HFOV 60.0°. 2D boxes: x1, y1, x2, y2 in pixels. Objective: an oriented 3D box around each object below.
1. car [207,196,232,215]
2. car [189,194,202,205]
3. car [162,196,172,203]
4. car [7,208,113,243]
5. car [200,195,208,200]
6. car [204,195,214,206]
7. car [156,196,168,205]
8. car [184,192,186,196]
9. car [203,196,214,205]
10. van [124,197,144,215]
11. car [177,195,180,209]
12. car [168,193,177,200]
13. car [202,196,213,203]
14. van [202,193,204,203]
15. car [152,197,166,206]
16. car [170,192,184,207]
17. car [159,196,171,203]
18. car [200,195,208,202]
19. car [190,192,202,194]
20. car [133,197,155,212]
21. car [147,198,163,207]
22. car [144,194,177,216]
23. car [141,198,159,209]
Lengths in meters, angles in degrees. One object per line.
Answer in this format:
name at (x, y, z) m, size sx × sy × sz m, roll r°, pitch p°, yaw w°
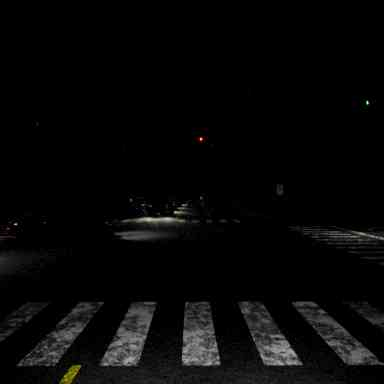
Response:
car at (2.871, 1.442, 33.321) m, size 1.967 × 1.590 × 4.097 m, roll 0°, pitch 0°, yaw 0°
car at (0.458, 1.566, 57.970) m, size 1.994 × 1.385 × 4.181 m, roll 0°, pitch 0°, yaw 0°
car at (-5.406, 1.543, 73.049) m, size 1.887 × 1.381 × 4.507 m, roll 0°, pitch 0°, yaw 0°
car at (-6.177, 1.520, 15.951) m, size 4.674 × 1.442 × 1.812 m, roll 0°, pitch 1°, yaw -25°
car at (3.226, 1.558, 90.013) m, size 1.947 × 1.339 × 4.313 m, roll 0°, pitch 0°, yaw 0°
car at (2.942, 1.443, 44.659) m, size 1.967 × 1.590 × 4.097 m, roll 0°, pitch 0°, yaw 0°
car at (-5.478, 1.527, 61.543) m, size 1.752 × 1.417 × 4.829 m, roll 0°, pitch 0°, yaw 0°
car at (-2.666, 1.354, 62.362) m, size 2.097 × 1.767 × 4.553 m, roll 0°, pitch 0°, yaw 1°
car at (3.050, 1.527, 61.837) m, size 1.752 × 1.417 × 4.829 m, roll 0°, pitch 0°, yaw 0°
van at (-5.654, 1.343, 33.372) m, size 1.690 × 1.788 × 3.998 m, roll 0°, pitch 0°, yaw 0°
car at (-2.840, 1.481, 42.009) m, size 1.882 × 1.535 × 5.008 m, roll 0°, pitch 0°, yaw 1°
car at (-5.299, 1.307, 90.055) m, size 2.192 × 1.841 × 5.009 m, roll 0°, pitch 0°, yaw 0°
car at (3.084, 1.551, 67.336) m, size 2.008 × 1.369 × 4.403 m, roll 0°, pitch 0°, yaw 0°
van at (3.013, 1.344, 55.998) m, size 1.690 × 1.788 × 3.998 m, roll 0°, pitch 0°, yaw 0°
car at (-5.512, 1.569, 56.045) m, size 1.947 × 1.339 × 4.313 m, roll 0°, pitch 0°, yaw 0°
car at (-2.772, 1.225, 52.136) m, size 2.150 × 2.045 × 5.566 m, roll 0°, pitch 0°, yaw 1°
car at (-5.441, 1.566, 67.382) m, size 1.947 × 1.339 × 4.313 m, roll 0°, pitch 0°, yaw 0°
car at (2.843, 1.453, 79.507) m, size 1.801 × 1.575 × 5.366 m, roll 0°, pitch 0°, yaw 0°
car at (0.459, 1.224, 73.961) m, size 2.150 × 2.045 × 5.566 m, roll 0°, pitch 0°, yaw 0°
car at (-5.619, 1.443, 39.041) m, size 1.967 × 1.590 × 4.097 m, roll 0°, pitch 0°, yaw 0°
car at (-5.548, 1.585, 50.377) m, size 1.802 × 1.307 × 4.206 m, roll 0°, pitch 0°, yaw 0°
car at (-2.944, 1.354, 32.071) m, size 2.097 × 1.767 × 4.553 m, roll 0°, pitch 0°, yaw 2°
car at (-5.583, 1.569, 44.709) m, size 1.947 × 1.339 × 4.313 m, roll 0°, pitch 0°, yaw 0°
